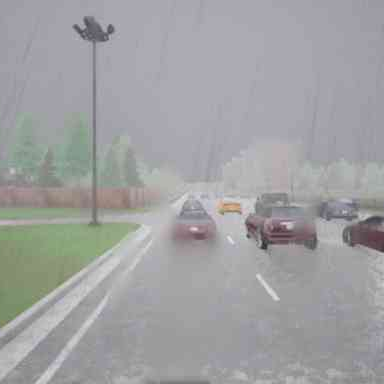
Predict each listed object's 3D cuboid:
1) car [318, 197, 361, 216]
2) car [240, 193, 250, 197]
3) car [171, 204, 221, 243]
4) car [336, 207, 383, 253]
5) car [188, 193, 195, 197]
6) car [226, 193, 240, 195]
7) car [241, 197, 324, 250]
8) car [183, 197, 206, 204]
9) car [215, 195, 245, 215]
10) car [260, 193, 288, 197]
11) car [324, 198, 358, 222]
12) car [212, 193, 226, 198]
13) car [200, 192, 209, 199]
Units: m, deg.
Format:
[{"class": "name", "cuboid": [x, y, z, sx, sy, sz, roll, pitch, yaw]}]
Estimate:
[{"class": "car", "cuboid": [14.066, 1.320, 32.010, 1.882, 1.535, 5.008, 0, 0, 0]}, {"class": "car", "cuboid": [13.921, 1.122, 86.256, 1.994, 1.385, 4.181, 0, 0, 0]}, {"class": "car", "cuboid": [0.082, 1.486, 15.687, 1.994, 1.385, 4.181, 0, 0, 0]}, {"class": "car", "cuboid": [7.079, 1.467, 11.686, 1.812, 1.442, 4.674, 0, 0, 0]}, {"class": "car", "cuboid": [-0.079, 1.093, 86.659, 1.812, 1.442, 4.674, 0, 0, 0]}, {"class": "car", "cuboid": [10.421, 1.092, 86.636, 2.128, 1.511, 4.902, 0, 0, 0]}, {"class": "car", "cuboid": [3.581, 1.281, 14.171, 2.097, 1.767, 4.553, 0, 0, 0]}, {"class": "car", "cuboid": [0.065, 1.411, 31.207, 1.994, 1.385, 4.181, 0, 0, 0]}, {"class": "car", "cuboid": [3.566, 1.320, 31.999, 1.882, 1.535, 5.008, 0, 0, 0]}, {"class": "car", "cuboid": [7.067, 1.077, 29.454, 2.150, 2.045, 5.566, 0, 0, 0]}, {"class": "car", "cuboid": [10.561, 1.423, 25.365, 2.033, 1.411, 5.357, 0, 0, 0]}, {"class": "car", "cuboid": [6.922, 1.095, 85.833, 2.128, 1.511, 4.902, 0, 0, 0]}, {"class": "car", "cuboid": [3.421, 0.922, 86.599, 2.097, 1.767, 4.553, 0, 0, 0]}]
